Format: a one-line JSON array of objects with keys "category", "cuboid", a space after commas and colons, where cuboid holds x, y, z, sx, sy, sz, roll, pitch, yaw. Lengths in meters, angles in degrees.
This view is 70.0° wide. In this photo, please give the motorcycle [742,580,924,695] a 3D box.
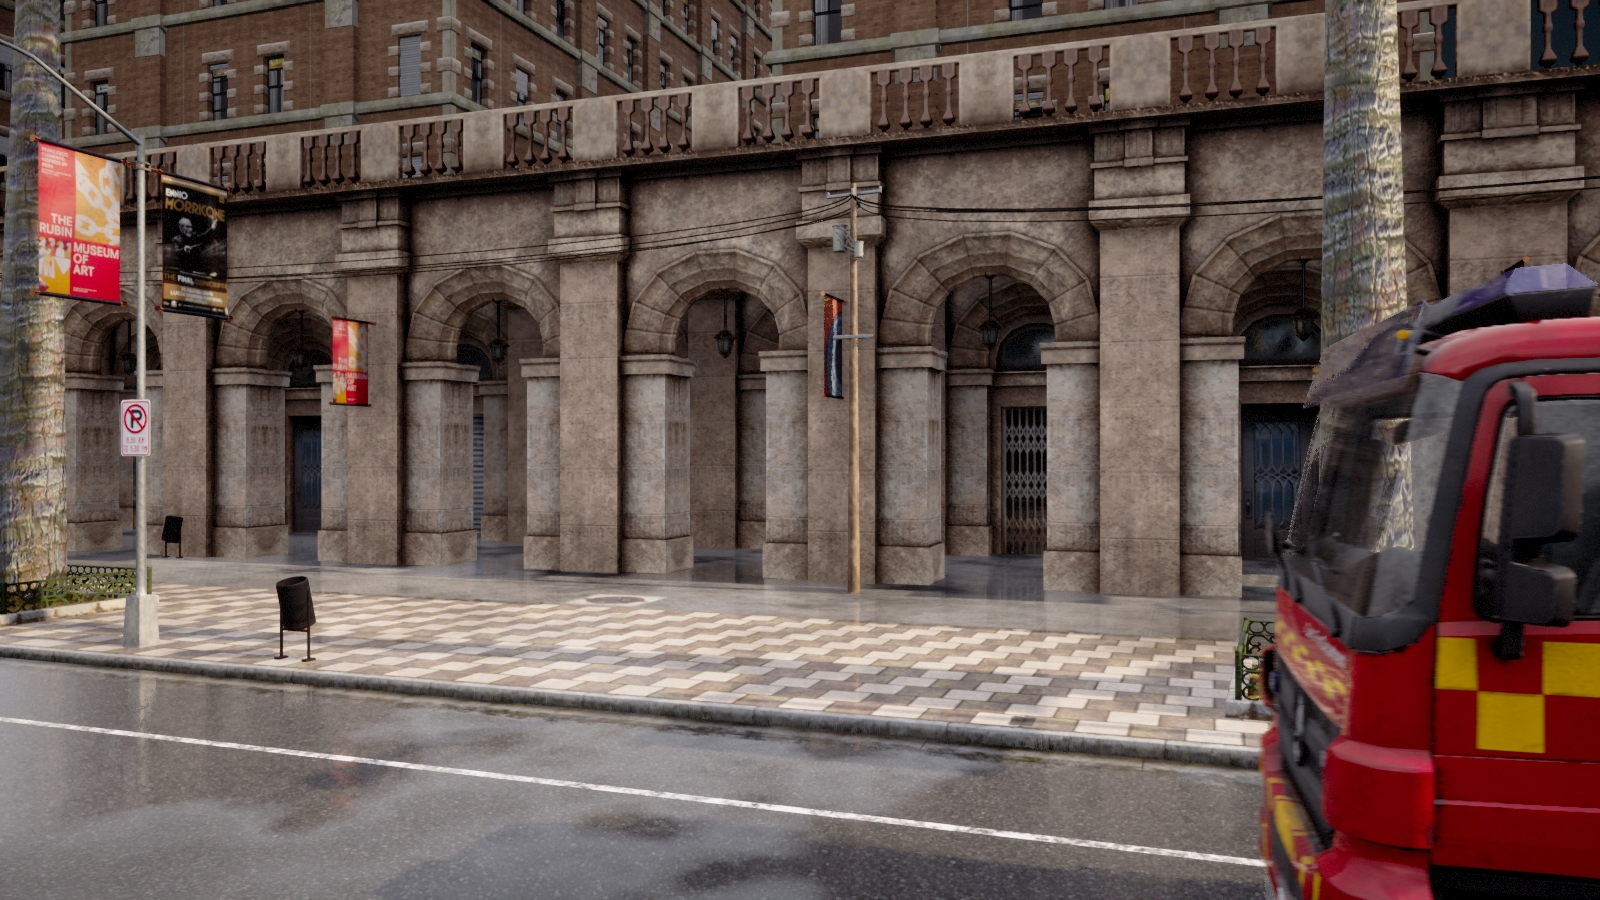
[{"category": "motorcycle", "cuboid": [0.395, 2.215, 13.714, 2.033, 1.145, 0.803, 0, 0, 20]}]

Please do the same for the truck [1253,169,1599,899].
[{"category": "truck", "cuboid": [6.522, 0.889, 4.631, 8.468, 3.827, 2.891, 0, 0, 16]}]
